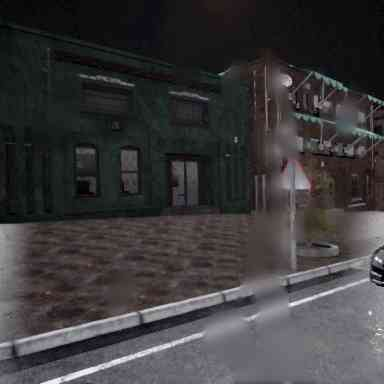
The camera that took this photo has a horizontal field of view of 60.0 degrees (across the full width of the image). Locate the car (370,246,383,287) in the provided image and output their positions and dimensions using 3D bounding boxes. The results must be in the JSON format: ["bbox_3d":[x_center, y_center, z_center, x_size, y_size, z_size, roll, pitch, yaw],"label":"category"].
[{"bbox_3d":[6.227,1.522,8.288,4.902,1.511,2.128,1,-1,-39],"label":"car"}]
